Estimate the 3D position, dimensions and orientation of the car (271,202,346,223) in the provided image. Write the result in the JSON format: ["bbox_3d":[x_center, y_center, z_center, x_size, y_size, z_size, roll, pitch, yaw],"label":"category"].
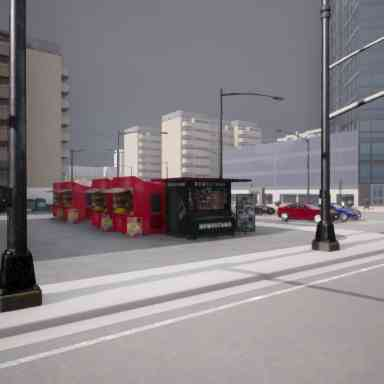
[{"bbox_3d":[9.125,1.585,26.482,1.882,1.535,5.008,0,-1,-36],"label":"car"}]

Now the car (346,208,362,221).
[{"bbox_3d":[11.988,1.635,28.466,1.812,1.442,4.674,0,-1,-35],"label":"car"}]

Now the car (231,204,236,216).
[{"bbox_3d":[3.636,1.820,34.036,1.895,1.301,4.718,0,-1,-36],"label":"car"}]

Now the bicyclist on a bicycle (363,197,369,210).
[{"bbox_3d":[22.211,1.466,42.457,1.656,1.620,0.582,0,0,-36],"label":"bicyclist on a bicycle"}]

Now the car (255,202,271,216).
[{"bbox_3d":[6.855,1.774,35.565,1.994,1.385,4.181,0,-1,-36],"label":"car"}]
